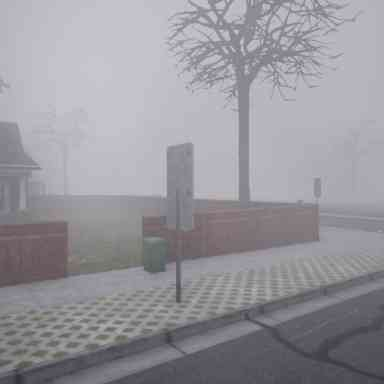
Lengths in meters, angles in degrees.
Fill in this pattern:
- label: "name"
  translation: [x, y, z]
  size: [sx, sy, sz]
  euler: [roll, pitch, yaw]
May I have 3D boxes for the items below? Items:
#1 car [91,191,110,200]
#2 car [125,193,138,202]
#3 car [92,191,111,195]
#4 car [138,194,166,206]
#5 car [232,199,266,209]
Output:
- label: "car"
  translation: [-16.732, 0.593, 60.521]
  size: [1.837, 1.490, 4.892]
  euler: [0, 1, -36]
- label: "car"
  translation: [-9.227, 0.858, 50.154]
  size: [1.994, 1.385, 4.181]
  euler: [0, 1, -36]
- label: "car"
  translation: [-13.190, 0.830, 50.764]
  size: [1.812, 1.442, 4.674]
  euler: [0, 1, -36]
- label: "car"
  translation: [-3.868, 0.993, 37.716]
  size: [1.882, 1.535, 5.008]
  euler: [0, 1, -36]
- label: "car"
  translation: [4.910, 1.275, 25.565]
  size: [1.812, 1.442, 4.674]
  euler: [0, 1, -36]
